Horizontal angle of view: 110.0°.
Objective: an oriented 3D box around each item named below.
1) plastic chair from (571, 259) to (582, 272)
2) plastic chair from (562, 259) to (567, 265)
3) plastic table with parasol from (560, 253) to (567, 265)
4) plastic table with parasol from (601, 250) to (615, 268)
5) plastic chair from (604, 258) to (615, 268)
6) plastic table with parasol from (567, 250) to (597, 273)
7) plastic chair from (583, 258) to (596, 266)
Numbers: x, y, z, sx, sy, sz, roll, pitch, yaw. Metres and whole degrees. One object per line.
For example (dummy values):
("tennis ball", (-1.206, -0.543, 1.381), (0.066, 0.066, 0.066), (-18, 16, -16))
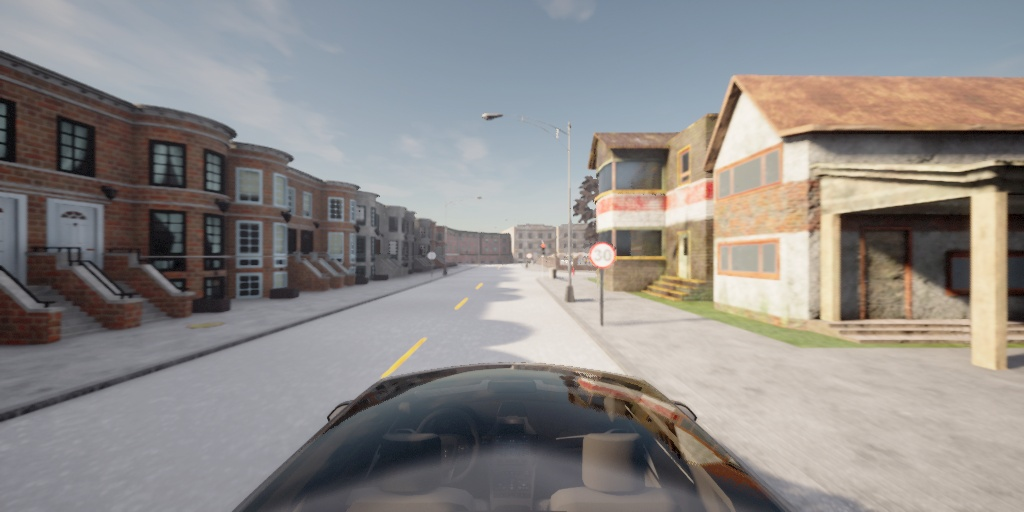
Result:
("plastic chair", (9.029, 1.323, 50.944), (0.730, 1.272, 0.750), (0, 0, -40))
("plastic chair", (8.587, 1.283, 55.433), (0.730, 1.272, 0.750), (0, 0, -40))
("plastic table with parasol", (9.618, 0.682, 56.178), (2.482, 2.480, 2.482), (0, 0, -40))
("plastic table with parasol", (15.289, 0.688, 52.691), (2.482, 2.480, 2.482), (0, 0, -40))
("plastic chair", (14.258, 1.304, 51.946), (0.730, 1.272, 0.750), (0, 0, -40))
("plastic table with parasol", (10.059, 0.719, 51.688), (2.482, 2.480, 2.482), (0, 0, -40))
("plastic chair", (10.961, 1.323, 50.715), (0.750, 1.272, 0.730), (0, 0, -35))
